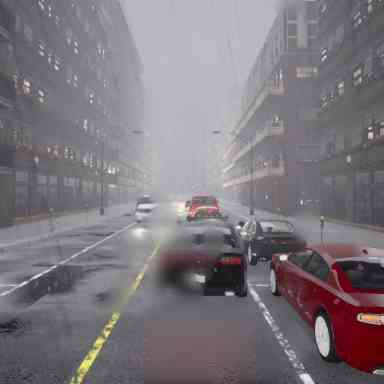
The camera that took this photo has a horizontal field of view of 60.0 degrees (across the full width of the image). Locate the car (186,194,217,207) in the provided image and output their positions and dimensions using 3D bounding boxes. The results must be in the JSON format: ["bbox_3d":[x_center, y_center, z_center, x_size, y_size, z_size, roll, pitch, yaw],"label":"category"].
[{"bbox_3d":[0.823,1.230,24.574,2.150,2.045,5.566,0,0,0],"label":"car"}]

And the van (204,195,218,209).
[{"bbox_3d":[2.575,1.350,45.400,1.690,1.788,3.998,1,0,0],"label":"van"}]

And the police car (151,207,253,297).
[{"bbox_3d":[0.434,1.426,8.799,1.930,1.638,5.238,0,0,7],"label":"police car"}]

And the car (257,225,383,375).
[{"bbox_3d":[2.572,1.546,5.704,1.887,1.381,4.507,1,0,0],"label":"car"}]

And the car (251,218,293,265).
[{"bbox_3d":[2.572,1.553,11.375,2.008,1.369,4.403,1,0,0],"label":"car"}]

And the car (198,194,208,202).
[{"bbox_3d":[2.576,1.332,79.425,2.192,1.841,5.009,1,0,0],"label":"car"}]

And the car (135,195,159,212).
[{"bbox_3d":[-5.305,1.323,39.699,2.192,1.841,5.009,1,0,0],"label":"car"}]

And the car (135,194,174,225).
[{"bbox_3d":[-2.752,1.226,24.669,2.150,2.045,5.566,0,0,0],"label":"car"}]

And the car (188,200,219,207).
[{"bbox_3d":[0.823,1.459,18.734,1.801,1.575,5.366,0,0,0],"label":"car"}]

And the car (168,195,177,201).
[{"bbox_3d":[-5.307,1.586,90.737,1.947,1.339,4.313,1,0,0],"label":"car"}]
